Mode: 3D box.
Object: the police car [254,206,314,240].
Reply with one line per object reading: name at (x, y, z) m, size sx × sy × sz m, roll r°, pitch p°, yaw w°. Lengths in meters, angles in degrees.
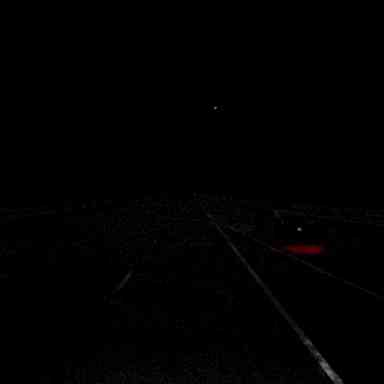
police car at (4.777, 1.557, 18.086) m, size 1.930 × 1.638 × 5.238 m, roll 0°, pitch -1°, yaw -5°
